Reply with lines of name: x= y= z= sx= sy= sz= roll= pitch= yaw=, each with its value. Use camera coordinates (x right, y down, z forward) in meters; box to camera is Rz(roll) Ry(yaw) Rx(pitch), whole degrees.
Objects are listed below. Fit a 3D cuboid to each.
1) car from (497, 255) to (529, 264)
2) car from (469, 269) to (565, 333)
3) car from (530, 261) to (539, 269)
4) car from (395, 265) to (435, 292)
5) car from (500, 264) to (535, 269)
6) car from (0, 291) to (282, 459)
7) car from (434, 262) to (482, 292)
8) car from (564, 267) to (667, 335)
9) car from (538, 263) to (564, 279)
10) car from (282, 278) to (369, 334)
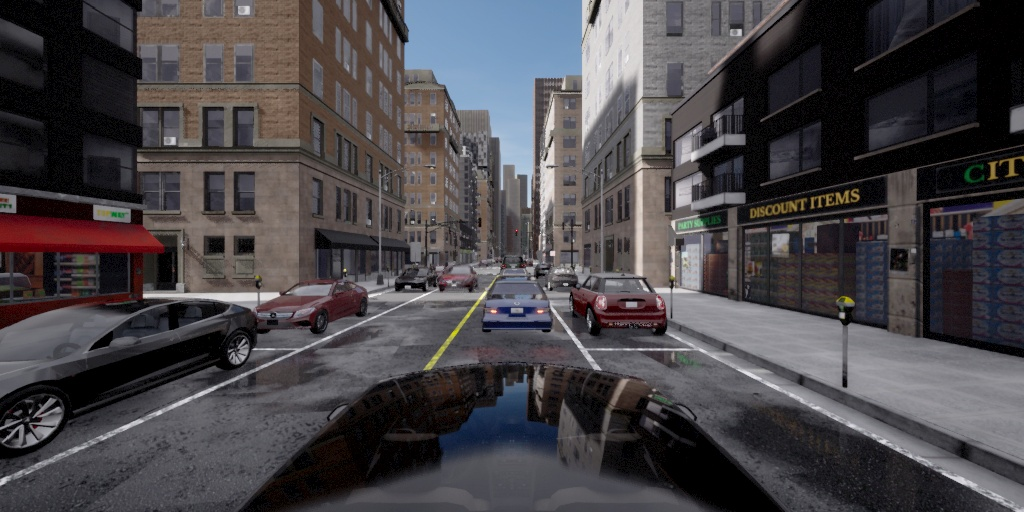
car: x=0.079 y=0.974 z=31.293 sx=2.150 sy=2.045 sz=5.566 roll=0 pitch=0 yaw=-1
car: x=0.122 y=1.297 z=10.755 sx=2.033 sy=1.411 sz=5.357 roll=0 pitch=0 yaw=0
car: x=2.930 y=1.319 z=32.545 sx=1.948 sy=1.339 sz=4.313 roll=0 pitch=0 yaw=0
car: x=-5.623 y=1.316 z=21.563 sx=1.948 sy=1.339 sz=4.313 roll=0 pitch=0 yaw=0
car: x=0.145 y=1.352 z=21.261 sx=1.895 sy=1.301 sz=4.718 roll=0 pitch=0 yaw=0
car: x=-5.664 y=1.315 z=5.060 sx=1.948 sy=1.339 sz=4.313 roll=0 pitch=0 yaw=0
car: x=-3.041 y=1.276 z=21.181 sx=1.812 sy=1.442 sz=4.674 roll=0 pitch=0 yaw=0
car: x=2.875 y=1.190 z=10.540 sx=1.967 sy=1.591 sz=4.097 roll=0 pitch=0 yaw=0
car: x=2.902 y=1.301 z=21.542 sx=2.007 sy=1.370 sz=4.403 roll=0 pitch=0 yaw=0
car: x=-5.650 y=1.332 z=10.561 sx=1.802 sy=1.307 sz=4.207 roll=0 pitch=0 yaw=0
